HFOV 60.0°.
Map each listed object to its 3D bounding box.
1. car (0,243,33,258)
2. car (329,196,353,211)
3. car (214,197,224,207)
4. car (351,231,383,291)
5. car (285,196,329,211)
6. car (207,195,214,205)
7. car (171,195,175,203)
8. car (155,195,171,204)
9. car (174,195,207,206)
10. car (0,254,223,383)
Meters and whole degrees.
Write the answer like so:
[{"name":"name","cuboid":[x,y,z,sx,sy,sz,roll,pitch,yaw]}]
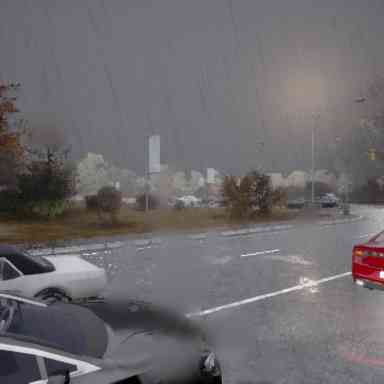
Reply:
[{"name":"car","cuboid":[-3.972,1.601,5.459,4.718,1.301,1.895,0,0,-35]},{"name":"car","cuboid":[15.439,1.247,37.425,2.128,1.511,4.902,-1,0,-40]},{"name":"car","cuboid":[5.549,1.142,44.098,2.097,1.767,4.553,-1,0,-39]},{"name":"car","cuboid":[5.776,1.445,7.856,5.008,1.535,1.882,0,0,-35]},{"name":"car","cuboid":[11.790,1.279,36.305,2.128,1.511,4.902,-1,0,-39]},{"name":"car","cuboid":[2.666,1.256,53.307,2.128,1.511,4.902,-1,0,-39]},{"name":"car","cuboid":[-3.828,1.261,61.479,2.128,1.511,4.902,-1,0,-38]},{"name":"car","cuboid":[-6.303,1.325,58.973,1.812,1.442,4.674,-1,0,-39]},{"name":"car","cuboid":[-0.270,1.321,51.366,1.812,1.442,4.674,-1,0,-38]},{"name":"car","cuboid":[-1.943,1.492,2.345,4.902,1.511,2.128,0,0,-35]}]
